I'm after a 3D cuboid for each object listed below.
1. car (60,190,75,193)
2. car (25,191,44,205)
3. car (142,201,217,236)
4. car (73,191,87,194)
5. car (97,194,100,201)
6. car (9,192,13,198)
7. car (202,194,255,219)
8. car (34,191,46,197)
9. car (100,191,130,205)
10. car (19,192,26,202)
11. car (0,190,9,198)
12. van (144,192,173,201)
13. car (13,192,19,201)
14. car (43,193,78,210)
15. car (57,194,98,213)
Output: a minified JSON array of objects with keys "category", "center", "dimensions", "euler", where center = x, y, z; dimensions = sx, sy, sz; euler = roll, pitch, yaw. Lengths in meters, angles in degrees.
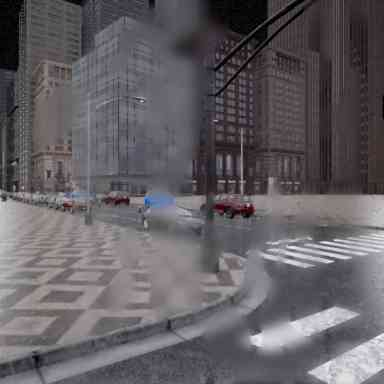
[{"category":"car","center":[-21.881,0.778,56.432],"dimensions":[1.812,1.442,4.674],"euler":[0,1,-35]},{"category":"car","center":[-20.058,0.939,43.642],"dimensions":[2.008,1.369,4.403],"euler":[1,0,-36]},{"category":"car","center":[-1.031,1.367,16.981],"dimensions":[2.008,1.369,4.403],"euler":[1,0,-36]},{"category":"car","center":[-16.159,0.967,48.414],"dimensions":[1.895,1.301,4.718],"euler":[0,1,-36]},{"category":"car","center":[-13.114,0.934,48.589],"dimensions":[2.008,1.369,4.403],"euler":[1,0,-36]},{"category":"car","center":[-29.572,0.747,56.973],"dimensions":[1.887,1.381,4.507],"euler":[1,0,-36]},{"category":"car","center":[2.748,1.050,26.367],"dimensions":[2.192,1.841,5.009],"euler":[1,0,-36]},{"category":"car","center":[-38.487,0.495,84.139],"dimensions":[1.887,1.381,4.507],"euler":[0,0,-36]},{"category":"car","center":[-9.939,0.766,44.144],"dimensions":[2.192,1.841,5.009],"euler":[1,0,-36]},{"category":"car","center":[-23.229,0.874,48.086],"dimensions":[2.008,1.369,4.403],"euler":[1,0,-36]},{"category":"car","center":[-39.085,0.610,70.303],"dimensions":[1.947,1.339,4.313],"euler":[1,0,-36]},{"category":"van","center":[-3.596,0.931,35.255],"dimensions":[1.690,1.788,3.998],"euler":[1,0,-36]},{"category":"car","center":[-26.399,0.702,52.529],"dimensions":[1.967,1.590,4.097],"euler":[1,0,-36]},{"category":"car","center":[-13.715,1.074,34.754],"dimensions":[2.008,1.369,4.403],"euler":[1,0,-36]},{"category":"car","center":[-10.544,1.139,30.311],"dimensions":[1.887,1.381,4.507],"euler":[1,0,-36]}]
